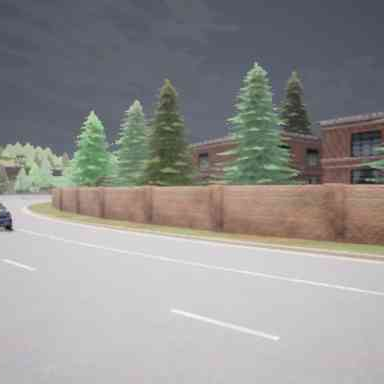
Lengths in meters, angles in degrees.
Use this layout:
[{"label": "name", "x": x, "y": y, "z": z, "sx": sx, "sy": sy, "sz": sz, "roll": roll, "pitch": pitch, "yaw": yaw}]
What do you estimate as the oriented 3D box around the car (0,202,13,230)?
[{"label": "car", "x": -12.245, "y": 1.297, "z": 19.606, "sx": 2.097, "sy": 1.767, "sz": 4.553, "roll": 0, "pitch": 0, "yaw": -43}]
